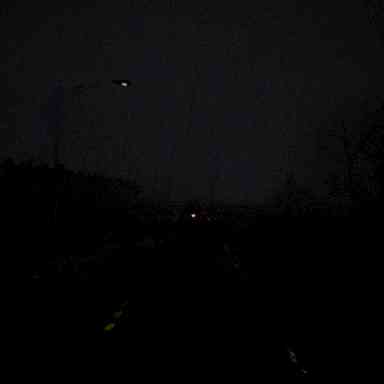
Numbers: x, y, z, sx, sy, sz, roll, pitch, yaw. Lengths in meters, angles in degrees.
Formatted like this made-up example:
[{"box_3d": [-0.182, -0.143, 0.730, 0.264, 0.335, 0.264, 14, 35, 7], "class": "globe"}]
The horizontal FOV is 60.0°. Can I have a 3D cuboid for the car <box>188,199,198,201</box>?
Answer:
[{"box_3d": [0.102, 1.613, 42.339, 2.033, 1.411, 5.357, 0, 0, 0], "class": "car"}]

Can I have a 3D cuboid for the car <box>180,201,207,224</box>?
[{"box_3d": [0.101, 1.597, 24.927, 1.994, 1.385, 4.181, 0, 0, 0], "class": "car"}]
